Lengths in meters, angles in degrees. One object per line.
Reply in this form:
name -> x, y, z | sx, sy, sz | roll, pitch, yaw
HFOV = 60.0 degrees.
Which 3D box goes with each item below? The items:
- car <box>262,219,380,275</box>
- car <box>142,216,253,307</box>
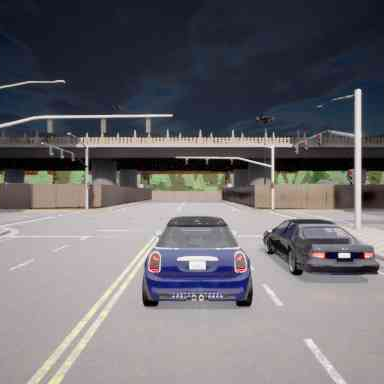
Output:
car -> 3.605, 1.547, 10.378 | 2.033, 1.411, 5.357 | 0, 0, 0
car -> 0.104, 1.352, 8.159 | 2.097, 1.767, 4.553 | 0, 0, 0
